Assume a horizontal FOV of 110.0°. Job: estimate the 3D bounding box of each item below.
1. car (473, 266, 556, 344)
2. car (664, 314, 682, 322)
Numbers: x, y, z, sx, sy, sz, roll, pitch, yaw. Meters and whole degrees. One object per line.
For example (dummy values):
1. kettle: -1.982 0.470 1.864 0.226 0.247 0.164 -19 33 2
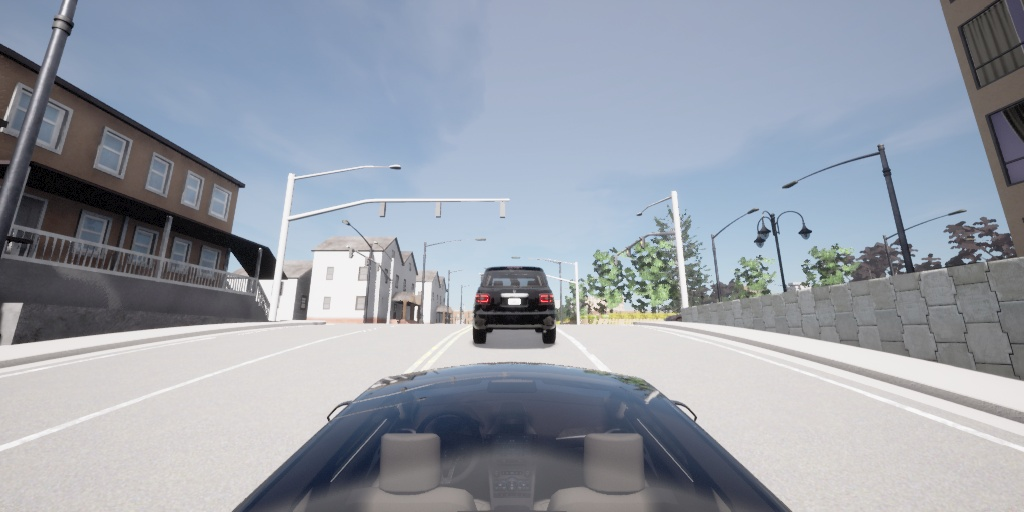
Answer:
1. car: 0.065 1.500 11.166 2.150 2.045 5.566 0 -7 0
2. car: 15.871 5.449 31.706 4.553 1.767 2.097 0 -12 1
